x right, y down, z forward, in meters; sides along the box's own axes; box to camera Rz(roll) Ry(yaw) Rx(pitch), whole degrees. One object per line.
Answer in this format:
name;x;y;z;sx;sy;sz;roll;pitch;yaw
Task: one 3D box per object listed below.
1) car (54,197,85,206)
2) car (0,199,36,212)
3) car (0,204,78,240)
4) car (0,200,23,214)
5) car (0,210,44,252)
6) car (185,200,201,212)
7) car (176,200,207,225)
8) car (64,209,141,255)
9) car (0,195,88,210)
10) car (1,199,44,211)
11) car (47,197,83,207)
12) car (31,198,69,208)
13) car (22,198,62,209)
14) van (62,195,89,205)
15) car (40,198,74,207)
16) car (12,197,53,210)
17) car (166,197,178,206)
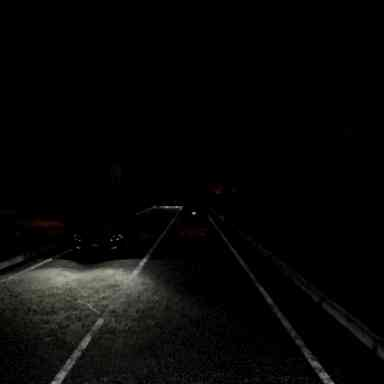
car;-22.071;1.743;60.045;4.792;1.488;2.163;0;0;0
car;-22.036;1.646;40.617;5.008;1.535;2.097;0;0;0
car;-8.775;1.572;16.479;5.366;1.575;1.946;0;0;0
car;-22.037;1.678;37.840;4.674;1.452;2.002;0;0;0
car;-8.963;1.607;13.676;4.674;1.452;2.002;0;0;0
car;0.156;1.707;42.503;1.994;1.385;4.181;0;0;0
car;0.132;1.545;24.998;2.033;1.649;4.856;0;0;0
car;-3.332;1.553;13.861;1.882;1.535;5.008;0;0;0
car;-8.932;1.332;19.283;5.566;2.045;2.435;0;0;0
car;-22.039;1.695;43.392;4.674;1.452;2.002;0;0;0
car;-21.855;1.700;57.268;5.366;1.575;1.946;0;0;0
car;-22.035;1.684;51.719;4.892;1.521;2.231;0;0;0
car;-22.047;1.673;48.944;5.008;1.535;2.097;0;0;0
van;-21.924;1.498;62.819;4.442;1.987;1.878;0;0;0
car;-22.070;1.722;54.493;4.792;1.488;2.163;0;0;0
car;-22.072;1.538;46.168;4.553;1.767;2.185;0;0;0
car;-3.234;1.602;55.610;1.812;1.442;4.674;0;1;1
